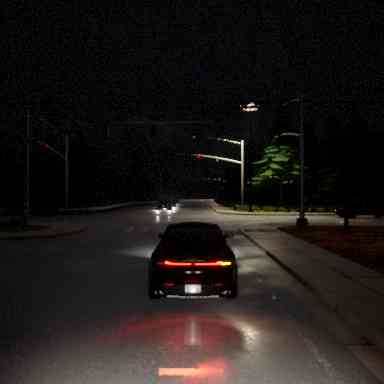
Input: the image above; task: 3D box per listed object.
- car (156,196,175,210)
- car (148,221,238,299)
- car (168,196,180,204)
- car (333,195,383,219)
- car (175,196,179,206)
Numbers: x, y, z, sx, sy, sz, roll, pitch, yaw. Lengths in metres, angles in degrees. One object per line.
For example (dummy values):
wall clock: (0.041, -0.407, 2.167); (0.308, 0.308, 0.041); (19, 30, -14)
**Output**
car: (-3.659, 1.572, 45.113); (1.837, 1.490, 4.892); (0, 0, 0)
car: (0.036, 1.514, 8.485); (1.837, 1.490, 4.892); (0, 0, 0)
car: (-3.518, 1.603, 65.799); (1.837, 1.490, 4.892); (0, 0, 1)
car: (15.558, 1.293, 29.626); (5.566, 2.045, 2.150); (0, 0, 1)
car: (-3.653, 1.684, 55.363); (1.895, 1.301, 4.718); (0, 0, 0)
